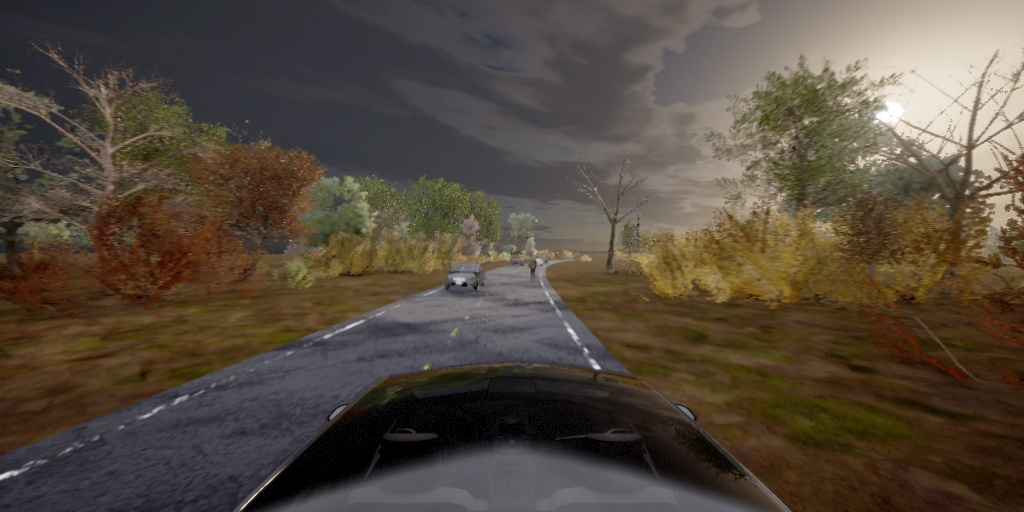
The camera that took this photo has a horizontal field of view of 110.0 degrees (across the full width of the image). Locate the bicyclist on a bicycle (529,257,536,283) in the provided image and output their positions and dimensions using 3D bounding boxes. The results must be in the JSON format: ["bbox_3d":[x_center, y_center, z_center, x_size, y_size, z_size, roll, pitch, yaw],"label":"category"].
[{"bbox_3d":[1.458,1.102,25.467,0.582,1.620,1.656,0,0,3],"label":"bicyclist on a bicycle"}]

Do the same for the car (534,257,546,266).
[{"bbox_3d":[4.475,1.028,63.584,1.812,1.442,4.674,0,0,9],"label":"car"}]

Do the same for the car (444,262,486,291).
[{"bbox_3d":[-2.652,1.139,21.192,2.128,1.511,4.902,0,0,3],"label":"car"}]

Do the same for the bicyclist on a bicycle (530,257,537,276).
[{"bbox_3d":[2.099,0.980,35.161,0.659,1.776,1.843,0,0,5],"label":"bicyclist on a bicycle"}]

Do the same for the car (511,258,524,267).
[{"bbox_3d":[1.002,1.040,61.071,2.033,1.411,5.357,0,0,8],"label":"car"}]
